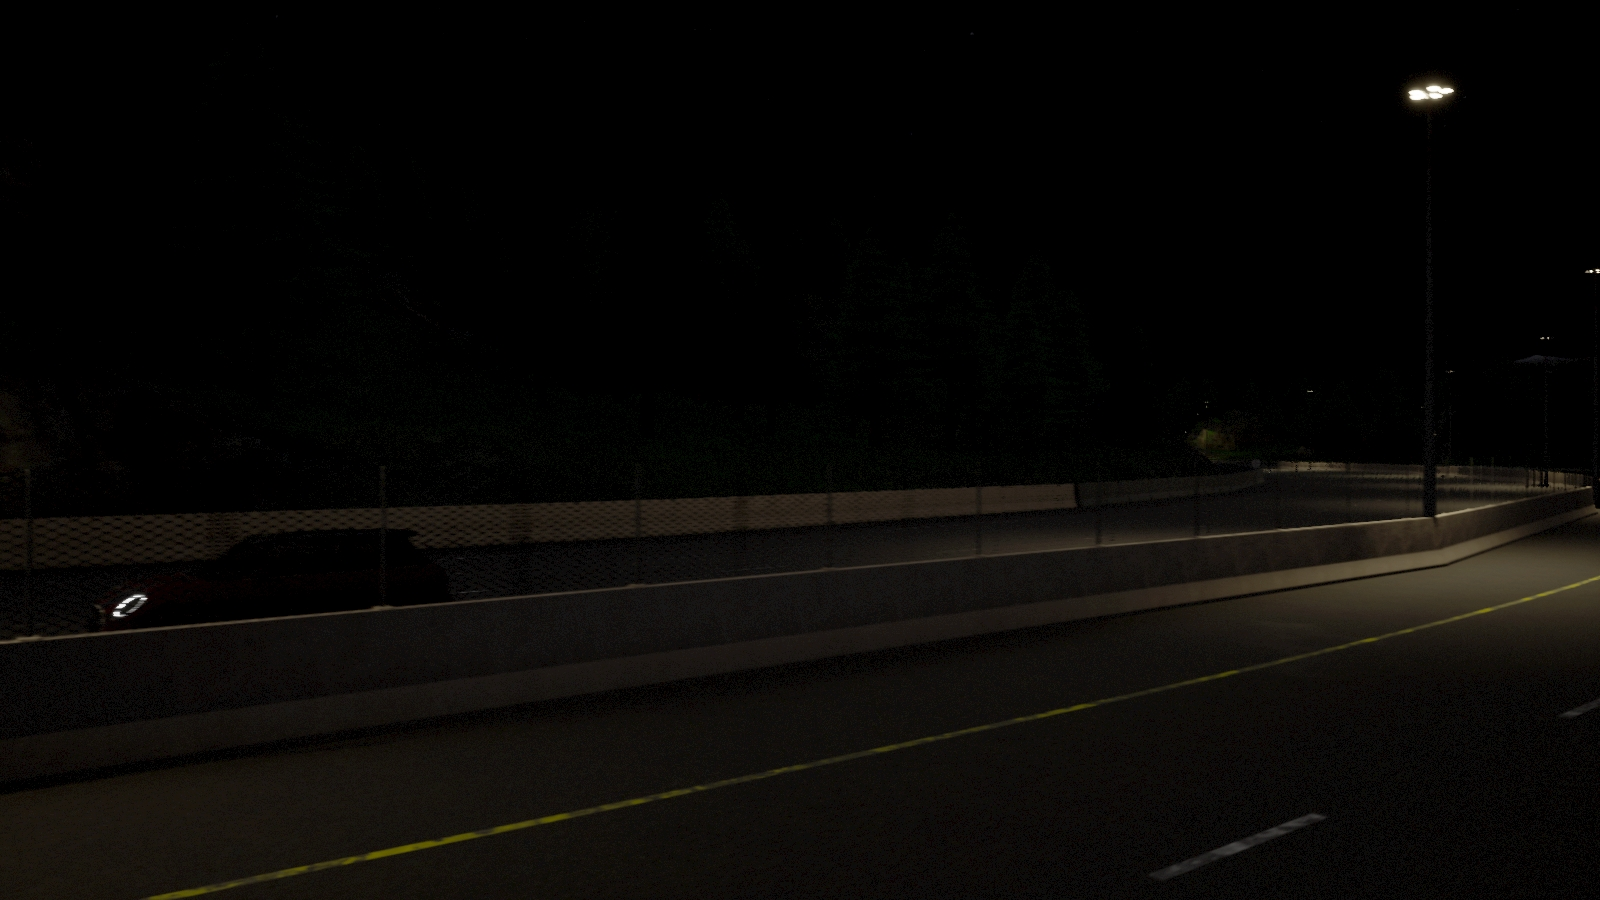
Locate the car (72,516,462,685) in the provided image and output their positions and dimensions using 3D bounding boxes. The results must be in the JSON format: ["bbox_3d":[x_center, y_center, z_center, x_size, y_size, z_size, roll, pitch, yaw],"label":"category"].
[{"bbox_3d":[-7.290,1.918,15.813,4.553,1.767,2.097,0,0,-37],"label":"car"}]
